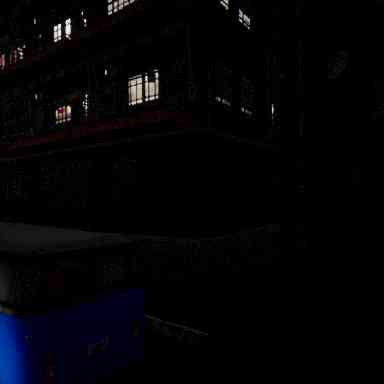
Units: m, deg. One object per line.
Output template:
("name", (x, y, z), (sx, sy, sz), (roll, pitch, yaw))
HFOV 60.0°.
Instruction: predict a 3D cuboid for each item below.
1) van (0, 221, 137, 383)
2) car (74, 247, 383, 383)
("van", (-2.454, 1.343, 4.475), (3.998, 1.788, 1.690), (0, -1, 36))
("car", (2.036, 1.315, 1.243), (5.009, 1.841, 2.192), (0, -1, 36))
